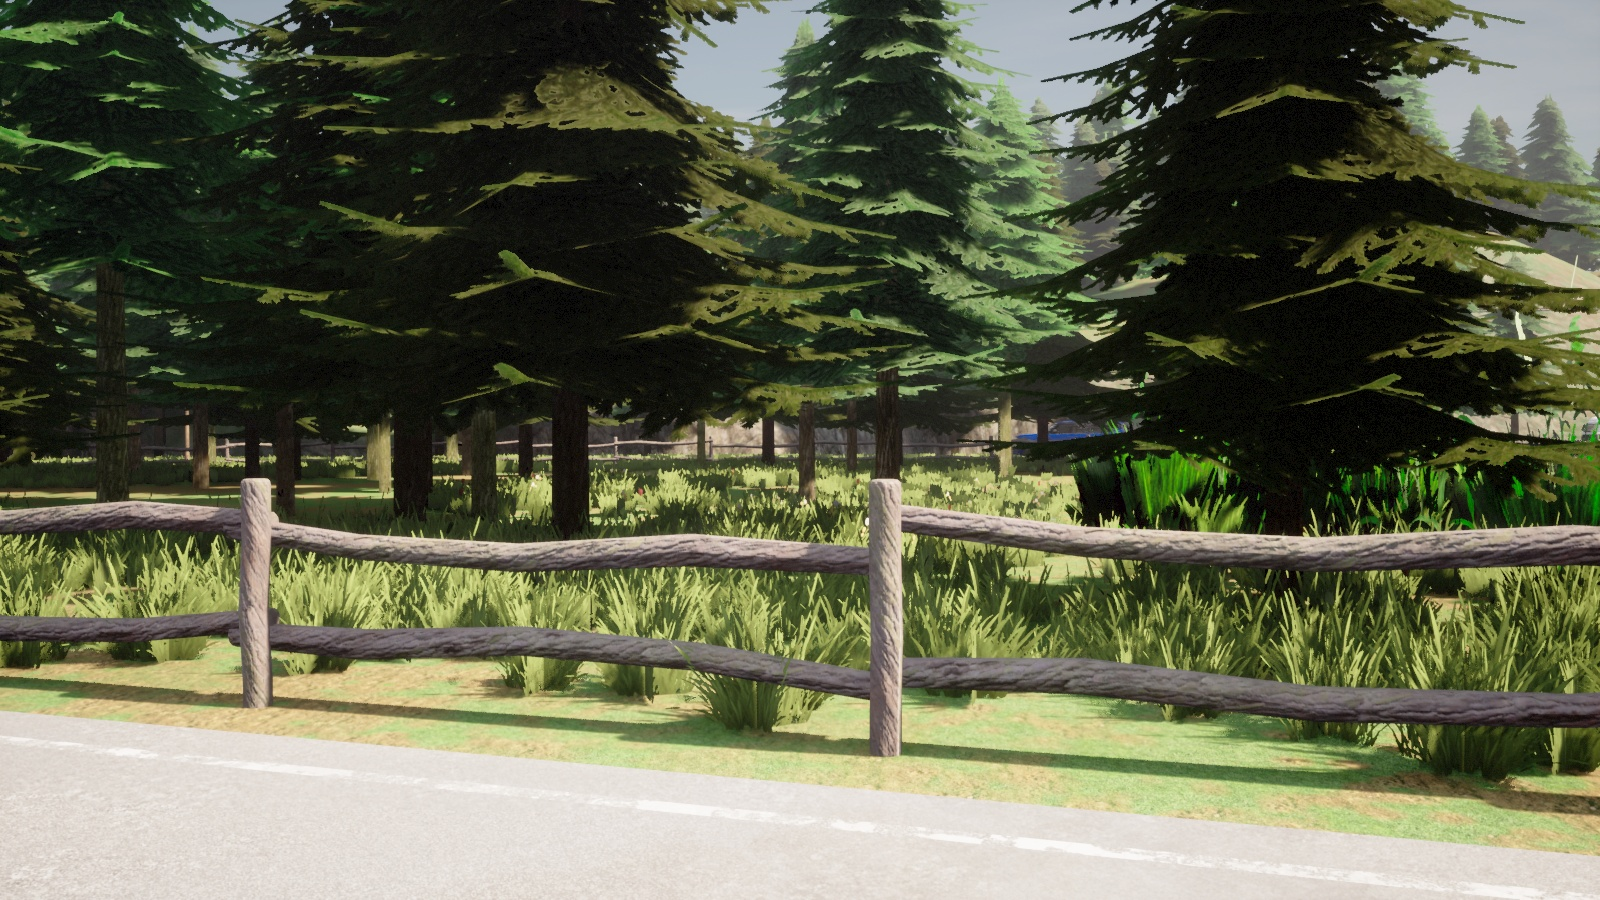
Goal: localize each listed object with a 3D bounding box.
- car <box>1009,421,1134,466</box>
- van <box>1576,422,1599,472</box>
[{"bbox_3d":[12.722,-0.319,59.136,5.566,2.045,2.150,0,1,8],"label":"car"},{"bbox_3d":[35.210,-0.120,52.263,4.480,2.038,2.069,0,1,10],"label":"van"}]
